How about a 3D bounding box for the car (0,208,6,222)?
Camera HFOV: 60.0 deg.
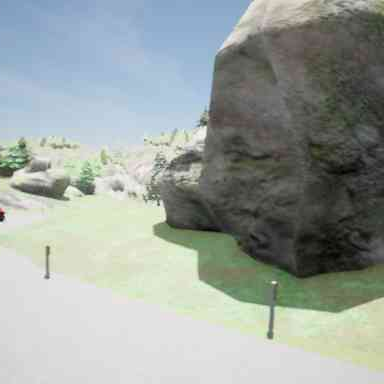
[{"bbox_3d":[-22.285,2.253,36.298,2.150,2.045,5.566,3,-3,-10],"label":"car"}]
